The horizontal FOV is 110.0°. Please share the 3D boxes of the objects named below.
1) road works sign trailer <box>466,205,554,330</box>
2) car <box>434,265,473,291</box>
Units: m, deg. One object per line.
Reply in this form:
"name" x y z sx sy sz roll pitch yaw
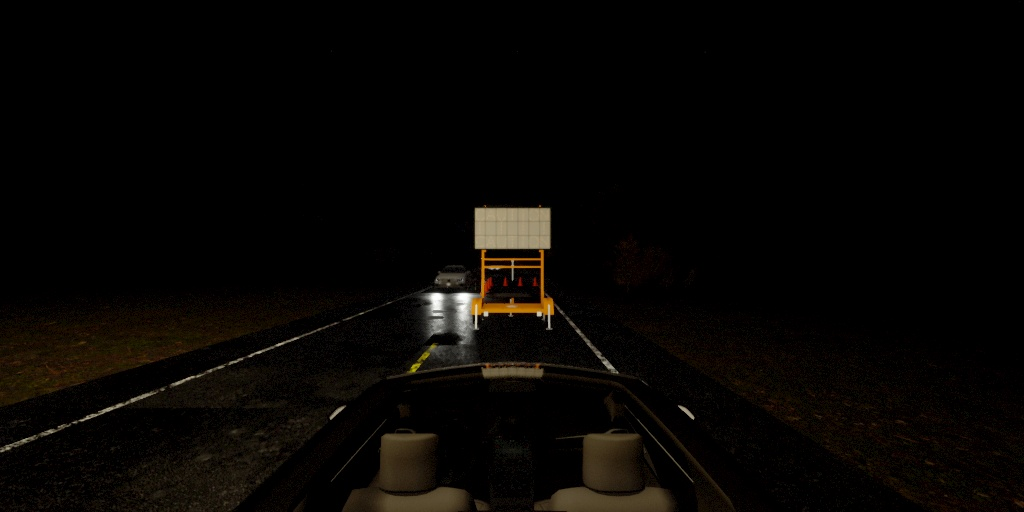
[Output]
"road works sign trailer" 0.020 0.215 11.158 2.380 3.560 2.880 0 0 0
"car" -3.458 1.279 21.882 1.812 1.442 4.674 0 0 0
